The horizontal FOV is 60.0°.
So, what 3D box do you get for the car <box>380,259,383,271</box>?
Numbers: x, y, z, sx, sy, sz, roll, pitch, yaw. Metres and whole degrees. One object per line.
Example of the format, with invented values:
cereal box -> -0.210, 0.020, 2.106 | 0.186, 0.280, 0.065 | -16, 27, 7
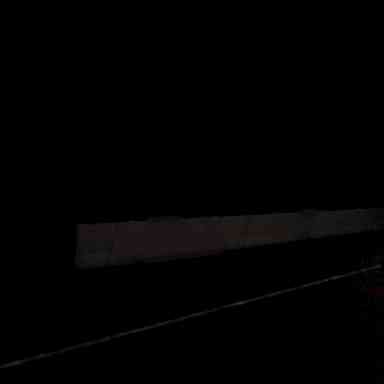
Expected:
car -> 7.180, 1.542, 8.963 | 5.357, 1.411, 2.033 | 0, 0, -35
